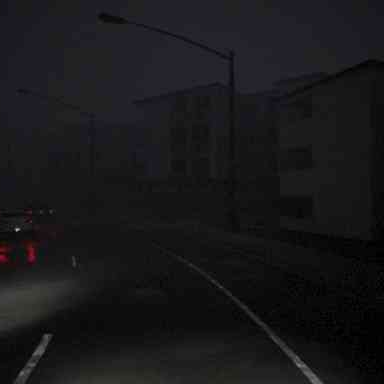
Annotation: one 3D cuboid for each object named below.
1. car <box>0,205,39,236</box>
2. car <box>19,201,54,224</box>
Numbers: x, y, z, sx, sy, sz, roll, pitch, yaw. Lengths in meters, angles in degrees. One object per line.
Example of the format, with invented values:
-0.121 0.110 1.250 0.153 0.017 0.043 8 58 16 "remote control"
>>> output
-10.208 1.684 18.656 1.812 1.442 4.674 0 -1 -37 "car"
-12.776 1.571 26.221 4.553 1.767 2.097 -1 -1 43 "car"
